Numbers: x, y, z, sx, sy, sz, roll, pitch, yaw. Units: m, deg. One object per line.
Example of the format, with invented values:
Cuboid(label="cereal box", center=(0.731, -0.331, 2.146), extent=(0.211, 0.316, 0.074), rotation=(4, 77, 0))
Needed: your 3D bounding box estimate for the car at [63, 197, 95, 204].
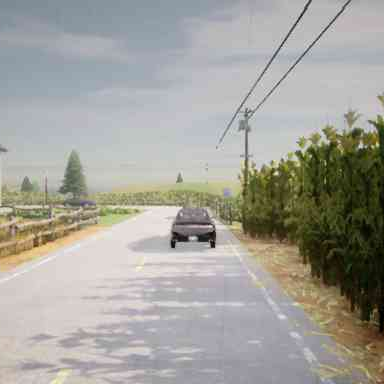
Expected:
Cuboid(label="car", center=(-16.179, 1.560, 47.949), extent=(4.892, 1.490, 1.837), rotation=(0, 0, 6))

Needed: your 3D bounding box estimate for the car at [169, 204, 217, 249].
Cuboid(label="car", center=(0.045, 1.495, 14.645), extent=(2.128, 1.511, 4.902), rotation=(0, 0, 0))
